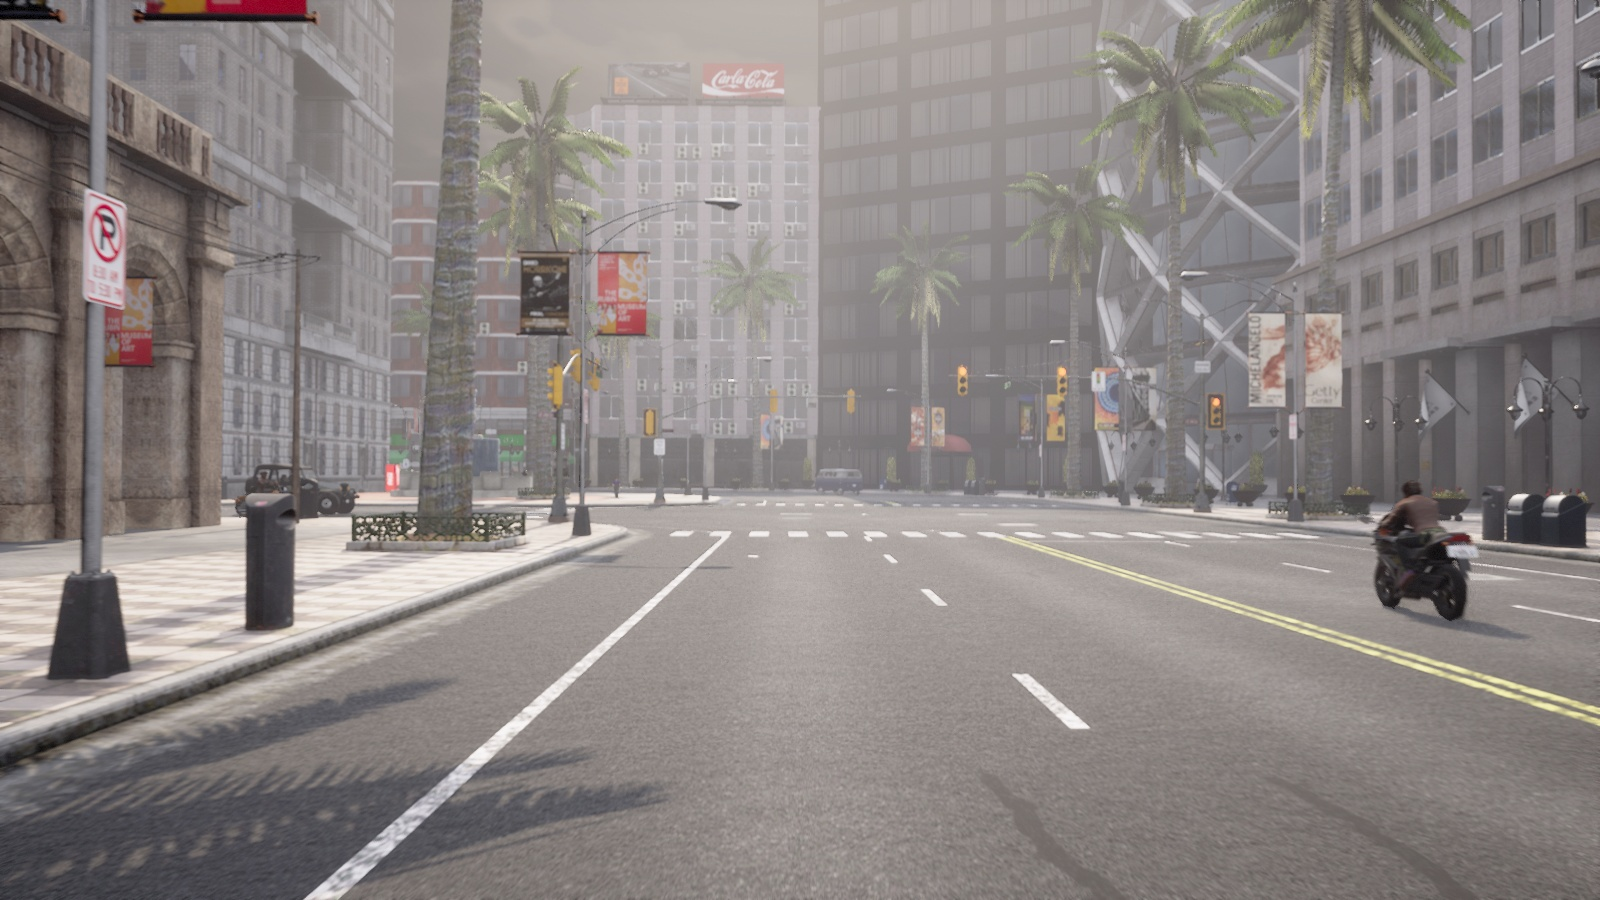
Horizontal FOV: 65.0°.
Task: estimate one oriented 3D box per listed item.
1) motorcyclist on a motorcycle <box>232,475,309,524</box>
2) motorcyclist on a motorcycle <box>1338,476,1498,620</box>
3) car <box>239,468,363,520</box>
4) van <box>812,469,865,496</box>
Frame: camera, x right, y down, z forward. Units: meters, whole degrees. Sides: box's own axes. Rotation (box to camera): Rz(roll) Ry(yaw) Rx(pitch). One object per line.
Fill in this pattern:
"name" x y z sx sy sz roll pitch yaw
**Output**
"motorcyclist on a motorcycle" -18.254 1.703 43.319 2.350 1.649 0.766 0 -1 0
"motorcyclist on a motorcycle" 6.979 1.058 14.309 0.797 1.523 2.044 0 -1 0
"car" -18.551 1.619 46.819 3.866 1.878 1.905 0 -1 0
"van" 2.881 2.456 95.416 1.775 1.987 4.442 1 -1 -34
